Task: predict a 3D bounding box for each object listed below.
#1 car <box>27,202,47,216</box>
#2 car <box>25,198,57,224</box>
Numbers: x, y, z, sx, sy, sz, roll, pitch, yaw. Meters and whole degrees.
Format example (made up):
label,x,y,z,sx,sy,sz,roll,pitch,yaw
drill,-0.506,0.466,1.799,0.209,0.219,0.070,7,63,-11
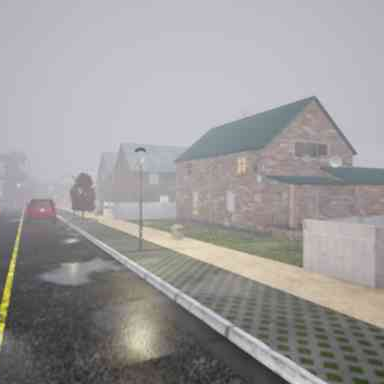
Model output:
label,x,y,z,sx,sy,sz,roll,pitch,yaw
car,-18.558,1.963,39.689,2.033,1.411,5.357,0,-1,-26
car,-12.430,1.494,27.439,2.150,2.045,5.566,0,0,-26
